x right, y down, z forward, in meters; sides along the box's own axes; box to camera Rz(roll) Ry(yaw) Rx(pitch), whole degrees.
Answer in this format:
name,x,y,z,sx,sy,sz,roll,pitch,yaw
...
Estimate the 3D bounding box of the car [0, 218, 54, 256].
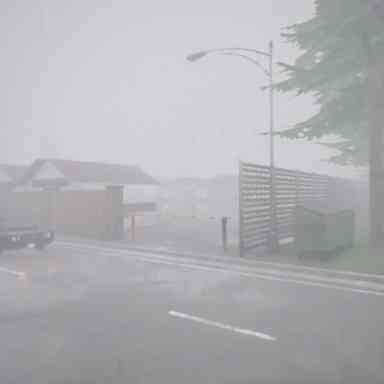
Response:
name,x,y,z,sx,sy,sz,roll,pitch,yaw
car,-7.832,1.735,13.752,4.718,1.301,1.895,-1,0,36
